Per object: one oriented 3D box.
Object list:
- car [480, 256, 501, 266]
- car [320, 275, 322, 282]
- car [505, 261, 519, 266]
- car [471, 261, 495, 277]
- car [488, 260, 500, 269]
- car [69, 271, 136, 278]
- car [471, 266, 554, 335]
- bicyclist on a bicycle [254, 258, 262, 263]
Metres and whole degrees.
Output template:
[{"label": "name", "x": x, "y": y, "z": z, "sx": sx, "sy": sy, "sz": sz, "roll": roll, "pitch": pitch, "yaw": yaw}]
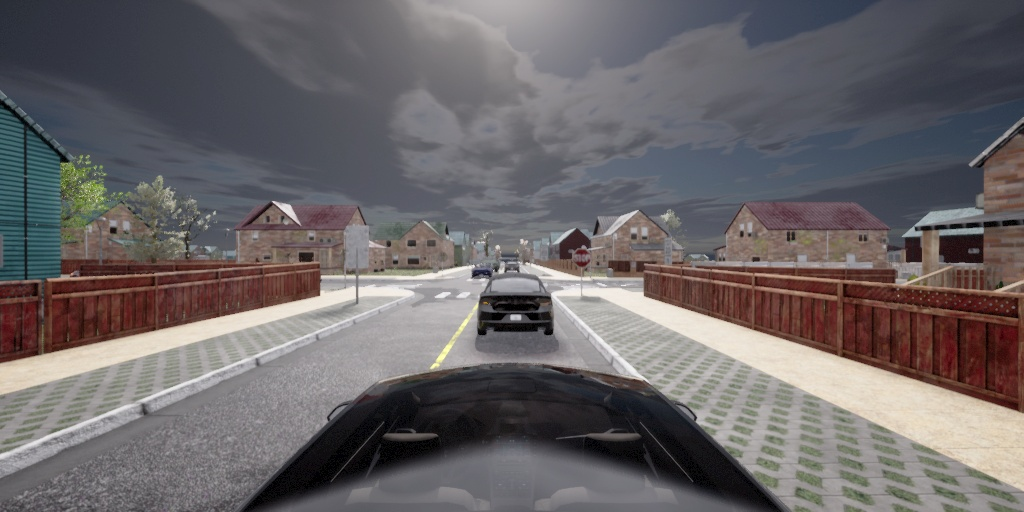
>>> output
[{"label": "car", "x": -2.943, "y": 1.056, "z": 47.266, "sx": 2.150, "sy": 2.045, "sz": 5.566, "roll": 0, "pitch": 0, "yaw": 0}, {"label": "car", "x": -15.078, "y": 1.244, "z": 22.719, "sx": 5.357, "sy": 1.411, "sz": 2.033, "roll": 0, "pitch": 0, "yaw": 0}, {"label": "car", "x": 0.003, "y": 1.355, "z": 46.563, "sx": 1.812, "sy": 1.442, "sz": 4.674, "roll": 0, "pitch": 0, "yaw": 0}, {"label": "car", "x": -2.796, "y": 1.382, "z": 33.459, "sx": 1.895, "sy": 1.301, "sz": 4.718, "roll": 0, "pitch": 0, "yaw": -4}, {"label": "car", "x": -2.921, "y": 1.399, "z": 59.495, "sx": 1.837, "sy": 1.490, "sz": 4.892, "roll": 0, "pitch": 0, "yaw": 0}, {"label": "car", "x": -25.071, "y": 1.214, "z": 22.668, "sx": 4.181, "sy": 1.385, "sz": 1.994, "roll": 0, "pitch": 0, "yaw": 0}, {"label": "car", "x": 0.082, "y": 1.226, "z": 10.489, "sx": 1.882, "sy": 1.535, "sz": 5.008, "roll": 0, "pitch": 0, "yaw": 0}, {"label": "bicyclist on a bicycle", "x": -20.213, "y": 0.952, "z": 28.554, "sx": 0.582, "sy": 1.620, "sz": 1.656, "roll": 0, "pitch": 1, "yaw": 0}]
